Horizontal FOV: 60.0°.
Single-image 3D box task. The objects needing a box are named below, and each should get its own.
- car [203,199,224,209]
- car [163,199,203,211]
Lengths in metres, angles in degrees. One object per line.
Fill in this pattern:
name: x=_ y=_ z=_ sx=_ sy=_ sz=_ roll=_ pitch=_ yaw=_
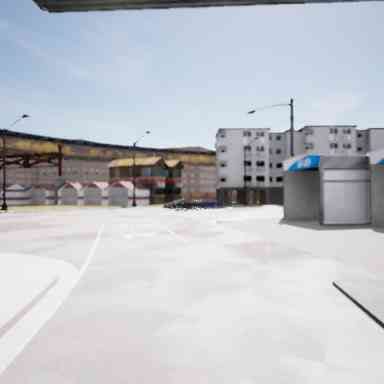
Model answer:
car: x=2.006 y=1.754 z=49.297 sx=5.357 sy=1.411 sz=2.033 roll=0 pitch=0 yaw=-17
car: x=-1.461 y=1.704 z=44.234 sx=4.892 sy=1.490 sz=1.837 roll=0 pitch=-2 yaw=-23
